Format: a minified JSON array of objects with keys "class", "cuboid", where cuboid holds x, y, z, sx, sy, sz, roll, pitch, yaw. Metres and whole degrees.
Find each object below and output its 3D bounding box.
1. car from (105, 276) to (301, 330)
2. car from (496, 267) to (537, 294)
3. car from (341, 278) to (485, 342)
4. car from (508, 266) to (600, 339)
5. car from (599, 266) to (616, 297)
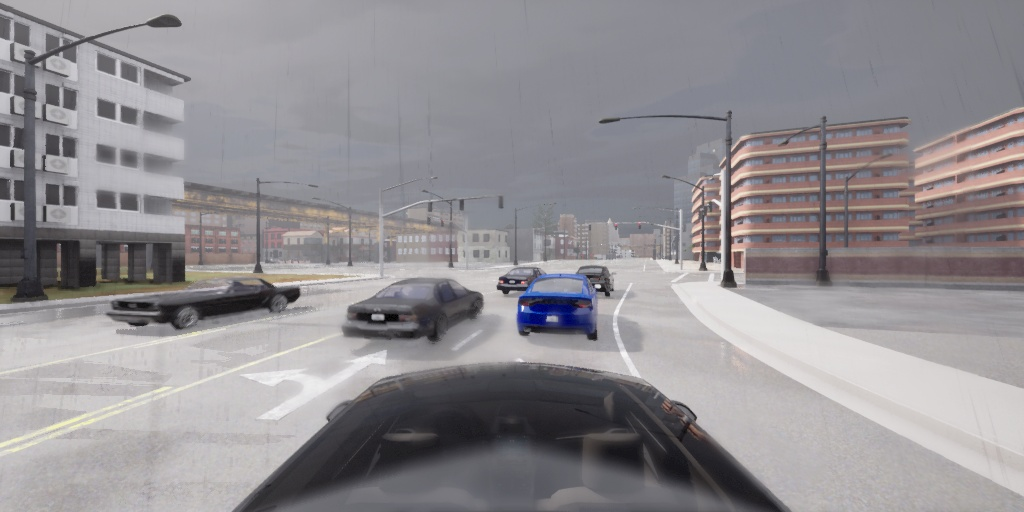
[{"class":"car","cuboid":[-9.307,1.351,11.402,1.895,1.301,4.718,0,0,13]},{"class":"car","cuboid":[0.875,1.297,19.709,2.033,1.411,5.357,0,0,20]},{"class":"car","cuboid":[-2.265,1.298,9.802,2.033,1.411,5.357,0,0,11]},{"class":"car","cuboid":[1.473,1.228,10.232,1.882,1.535,5.008,0,0,14]},{"class":"car","cuboid":[4.392,1.255,19.157,1.837,1.490,4.892,0,0,19]}]
